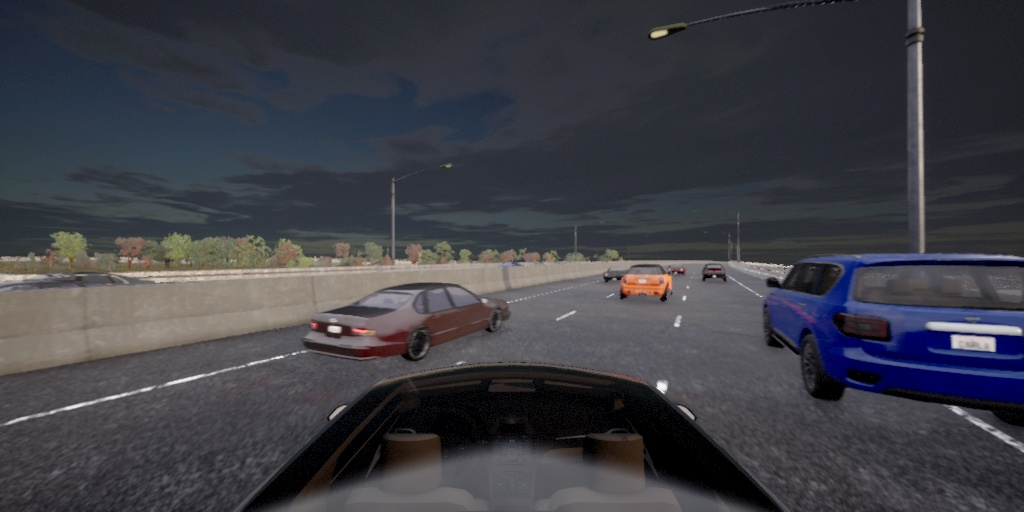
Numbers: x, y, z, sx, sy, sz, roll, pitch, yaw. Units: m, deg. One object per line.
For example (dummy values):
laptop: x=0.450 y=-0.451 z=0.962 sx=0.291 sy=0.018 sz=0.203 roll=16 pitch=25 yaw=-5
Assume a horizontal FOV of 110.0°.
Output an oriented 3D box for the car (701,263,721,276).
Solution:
car: x=23.412 y=1.552 z=42.312 sx=1.994 sy=1.385 sz=4.181 roll=0 pitch=0 yaw=29

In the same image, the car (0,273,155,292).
car: x=-13.296 y=1.368 z=9.776 sx=2.033 sy=1.411 sz=5.357 roll=0 pitch=0 yaw=27

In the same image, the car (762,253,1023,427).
car: x=5.885 y=0.990 z=6.035 sx=2.150 sy=2.045 sz=5.566 roll=0 pitch=0 yaw=27

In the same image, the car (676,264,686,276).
car: x=19.378 y=1.592 z=42.116 sx=1.895 sy=1.301 sz=4.718 roll=0 pitch=0 yaw=28

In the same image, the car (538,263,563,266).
car: x=5.753 y=1.591 z=46.722 sx=2.033 sy=1.411 sz=5.357 roll=0 pitch=0 yaw=28

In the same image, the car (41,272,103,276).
car: x=-15.802 y=1.347 z=12.577 sx=1.837 sy=1.490 sz=4.892 roll=0 pitch=0 yaw=27

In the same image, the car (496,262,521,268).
car: x=-0.421 y=1.553 z=50.003 sx=1.882 sy=1.535 sz=5.008 roll=0 pitch=0 yaw=28

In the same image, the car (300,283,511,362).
car: x=-1.973 y=1.342 z=8.503 sx=2.033 sy=1.411 sz=5.357 roll=0 pitch=0 yaw=27

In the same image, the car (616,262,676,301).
car: x=6.980 y=1.197 z=18.375 sx=2.097 sy=1.767 sz=4.553 roll=0 pitch=0 yaw=27

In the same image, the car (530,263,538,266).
car: x=3.462 y=1.634 z=49.848 sx=1.994 sy=1.385 sz=4.181 roll=0 pitch=-1 yaw=28

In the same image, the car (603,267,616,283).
car: x=9.052 y=1.520 z=30.017 sx=1.895 sy=1.301 sz=4.718 roll=0 pitch=0 yaw=28

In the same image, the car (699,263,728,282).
car: x=17.741 y=1.423 z=31.561 sx=1.837 sy=1.490 sz=4.892 roll=0 pitch=0 yaw=28
